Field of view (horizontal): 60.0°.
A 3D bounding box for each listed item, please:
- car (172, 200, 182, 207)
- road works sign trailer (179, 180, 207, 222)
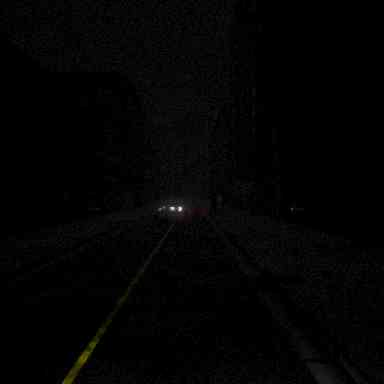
[{"bbox_3d":[-2.972,2.280,65.708,1.895,1.301,4.718,0,-1,0],"label":"car"},{"bbox_3d":[0.017,0.763,29.809,2.380,3.560,2.880,0,-1,0],"label":"road works sign trailer"}]
